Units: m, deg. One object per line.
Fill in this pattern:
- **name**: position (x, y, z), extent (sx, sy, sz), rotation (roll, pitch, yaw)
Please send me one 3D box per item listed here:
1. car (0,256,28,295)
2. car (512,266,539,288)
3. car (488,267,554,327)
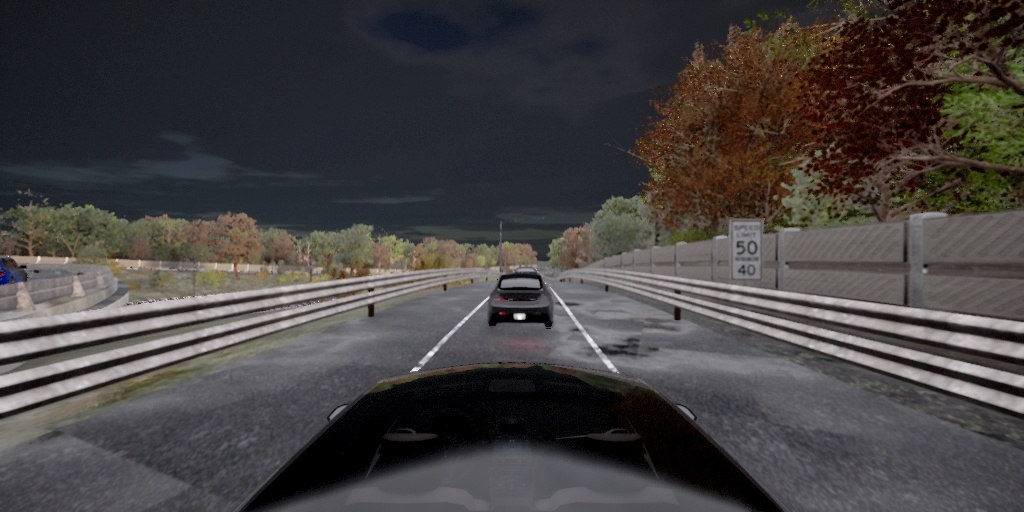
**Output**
- **car**: position (-28.232, 1.041, 19.234), extent (5.566, 2.045, 2.150), rotation (0, 0, 44)
- **car**: position (1.068, 1.567, 27.590), extent (1.882, 1.535, 5.008), rotation (0, -2, 3)
- **car**: position (0.301, 1.299, 11.660), extent (1.837, 1.490, 4.892), rotation (0, 0, 2)
